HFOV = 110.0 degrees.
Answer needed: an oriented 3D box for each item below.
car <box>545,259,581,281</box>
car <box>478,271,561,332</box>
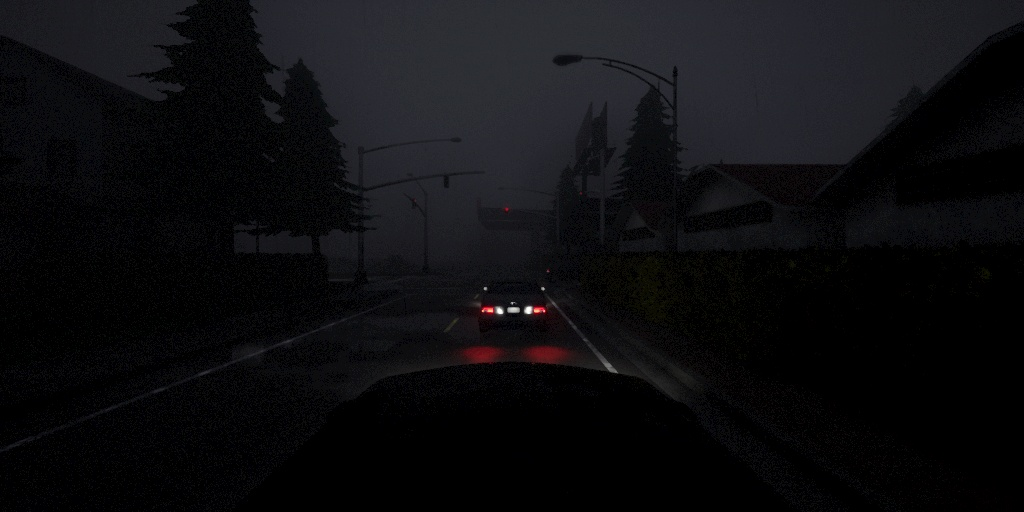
[{"bbox_3d":[4.647,1.011,26.336,4.553,1.767,2.097,-3,0,0],"label":"car"},{"bbox_3d":[0.061,1.296,10.810,2.033,1.411,5.357,0,0,1],"label":"car"}]
